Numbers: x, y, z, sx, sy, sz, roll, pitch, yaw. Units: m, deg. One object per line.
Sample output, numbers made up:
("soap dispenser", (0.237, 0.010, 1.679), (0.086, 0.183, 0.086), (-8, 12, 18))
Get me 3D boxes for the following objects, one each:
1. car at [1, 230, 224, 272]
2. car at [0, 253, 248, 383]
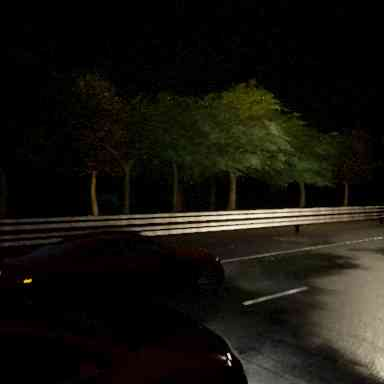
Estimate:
("car", (-1.432, 1.547, 7.024), (4.674, 1.442, 1.812), (1, 0, -36))
("car", (-1.522, 1.565, 2.660), (4.181, 1.385, 1.994), (1, 0, -36))
